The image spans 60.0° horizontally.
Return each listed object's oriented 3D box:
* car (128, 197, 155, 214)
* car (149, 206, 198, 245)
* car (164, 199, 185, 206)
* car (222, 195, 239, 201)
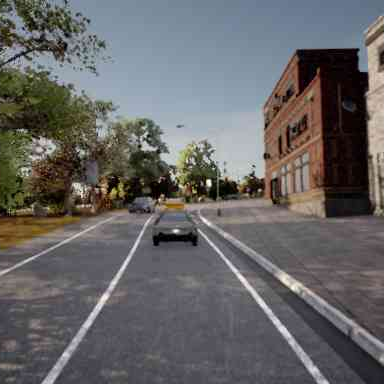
[{"bbox_3d":[-5.076,1.291,33.944,2.097,1.767,4.553,0,0,2],"label":"car"},{"bbox_3d":[-0.818,1.569,15.673,1.994,1.385,4.181,0,0,-4],"label":"car"},{"bbox_3d":[-1.727,1.401,33.515,1.882,1.535,5.008,0,0,1],"label":"car"},{"bbox_3d":[8.403,1.251,72.849,1.895,1.301,4.718,-4,-1,35],"label":"car"}]
